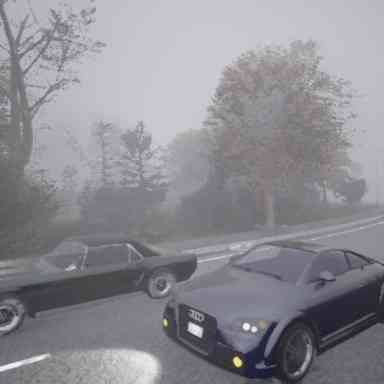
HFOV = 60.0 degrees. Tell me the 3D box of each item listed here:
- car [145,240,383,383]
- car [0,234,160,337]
[{"bbox_3d":[1.614,1.536,5.424,4.181,1.385,1.994,-1,0,-38],"label":"car"},{"bbox_3d":[-2.255,1.612,6.822,4.718,1.301,1.895,-1,0,-37],"label":"car"}]
